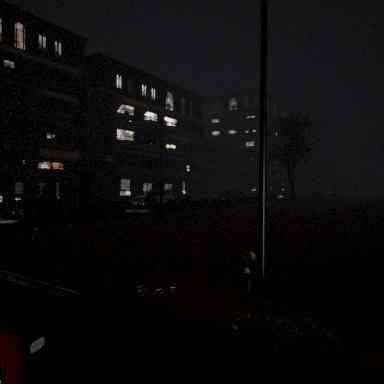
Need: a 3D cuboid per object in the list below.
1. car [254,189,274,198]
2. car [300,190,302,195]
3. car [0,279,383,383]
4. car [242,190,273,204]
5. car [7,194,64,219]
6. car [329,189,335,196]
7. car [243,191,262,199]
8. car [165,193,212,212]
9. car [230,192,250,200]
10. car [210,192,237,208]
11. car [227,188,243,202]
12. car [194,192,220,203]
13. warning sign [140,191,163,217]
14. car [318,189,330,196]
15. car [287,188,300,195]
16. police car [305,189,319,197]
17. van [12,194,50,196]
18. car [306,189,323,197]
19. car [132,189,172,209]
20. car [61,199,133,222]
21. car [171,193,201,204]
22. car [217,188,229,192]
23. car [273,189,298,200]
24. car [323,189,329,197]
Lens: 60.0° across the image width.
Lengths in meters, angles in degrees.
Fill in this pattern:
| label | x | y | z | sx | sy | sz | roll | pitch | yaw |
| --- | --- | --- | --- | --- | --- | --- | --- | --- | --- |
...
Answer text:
| label | x | y | z | sx | sy | sz | roll | pitch | yaw |
| --- | --- | --- | --- | --- | --- | --- | --- | --- | --- |
| car | 15.123 | 0.227 | 69.654 | 2.192 | 1.841 | 5.009 | 2 | 2 | 35 |
| car | 27.852 | 0.115 | 87.938 | 1.887 | 1.381 | 4.507 | 2 | 2 | 35 |
| car | -0.308 | 1.544 | 3.091 | 4.507 | 1.381 | 1.887 | 0 | 0 | 36 |
| car | 9.263 | 0.877 | 46.592 | 2.008 | 1.369 | 4.403 | 2 | 2 | 35 |
| car | -11.781 | 1.230 | 26.533 | 1.837 | 1.490 | 4.892 | 1 | 1 | 35 |
| car | 34.729 | 0.079 | 83.145 | 1.967 | 1.590 | 4.097 | 2 | 2 | 35 |
| car | 11.840 | 0.526 | 64.950 | 1.752 | 1.417 | 4.829 | 2 | 2 | 35 |
| car | -0.287 | 1.132 | 32.882 | 1.887 | 1.381 | 4.507 | 2 | 2 | 35 |
| car | 8.753 | 0.650 | 60.521 | 1.947 | 1.339 | 4.313 | 2 | 2 | 35 |
| car | 2.896 | 1.051 | 37.452 | 2.008 | 1.369 | 4.403 | 2 | 2 | 35 |
| car | 7.516 | 0.644 | 48.724 | 2.097 | 1.767 | 4.553 | 1 | 1 | 35 |
| car | 2.387 | 0.808 | 51.382 | 2.008 | 1.369 | 4.403 | 2 | 2 | 35 |
| warning sign | -3.033 | 0.851 | 24.820 | 1.300 | 1.860 | 1.060 | -1 | 0 | 35 |
| car | 33.656 | 0.069 | 84.792 | 1.801 | 1.575 | 5.366 | 1 | 1 | 35 |
| car | 24.672 | -0.029 | 83.362 | 2.192 | 1.841 | 5.009 | 2 | 2 | 35 |
| police car | 27.726 | 0.191 | 76.622 | 1.930 | 1.638 | 5.238 | 0 | 1 | 32 |
| van | -13.526 | 1.035 | 28.529 | 1.690 | 1.788 | 3.998 | 2 | 2 | 35 |
| car | 25.180 | 0.446 | 69.440 | 2.008 | 1.369 | 4.403 | 2 | 2 | 35 |
| car | -4.328 | 0.739 | 37.220 | 2.150 | 2.045 | 5.566 | 1 | 2 | 35 |
| car | -6.653 | 1.329 | 23.745 | 1.947 | 1.339 | 4.313 | 2 | 2 | 35 |
| car | -0.796 | 0.910 | 46.812 | 1.947 | 1.339 | 4.313 | 2 | 2 | 35 |
| car | 5.297 | 0.481 | 50.938 | 2.150 | 2.045 | 5.566 | 1 | 1 | 35 |
| car | 15.727 | 0.676 | 55.870 | 1.752 | 1.417 | 4.829 | 2 | 2 | 35 |
| car | 28.362 | 0.361 | 74.008 | 2.008 | 1.369 | 4.403 | 2 | 2 | 35 |
